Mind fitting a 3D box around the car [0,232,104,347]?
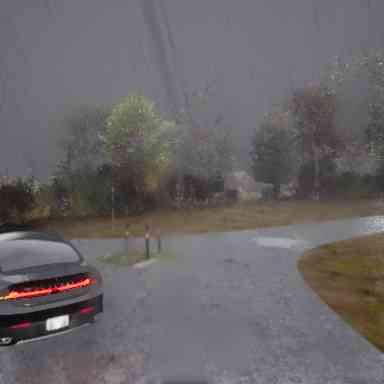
[{"bbox_3d":[-3.343,1.523,6.347,1.837,1.490,4.892,0,0,-39],"label":"car"}]
